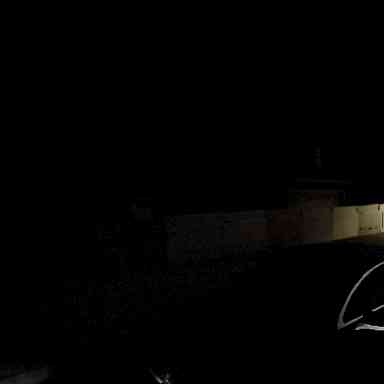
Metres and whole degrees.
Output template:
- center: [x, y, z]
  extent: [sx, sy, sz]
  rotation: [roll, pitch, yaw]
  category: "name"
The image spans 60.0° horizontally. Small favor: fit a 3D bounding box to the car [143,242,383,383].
- center: [1.745, 1.498, 4.311]
  extent: [4.892, 1.490, 1.837]
  rotation: [0, 0, -35]
  category: "car"
